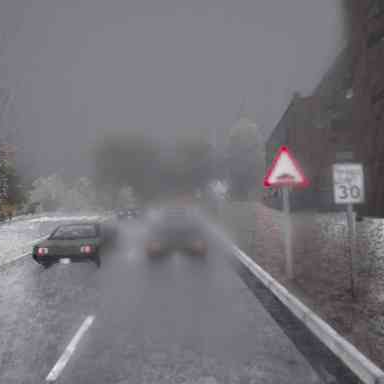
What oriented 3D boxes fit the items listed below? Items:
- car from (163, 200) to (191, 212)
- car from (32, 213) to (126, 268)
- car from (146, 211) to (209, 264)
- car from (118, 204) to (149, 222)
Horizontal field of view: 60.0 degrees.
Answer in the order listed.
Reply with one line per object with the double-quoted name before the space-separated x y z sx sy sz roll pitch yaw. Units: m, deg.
"car" -1.396 1.420 28.131 2.128 1.511 4.902 -2 1 -1
"car" -3.783 1.706 11.848 1.895 1.301 4.718 -2 0 -3
"car" -0.542 1.613 12.054 1.895 1.301 4.718 -2 0 -3
"car" -4.606 1.632 26.800 1.895 1.301 4.718 -2 0 -2
